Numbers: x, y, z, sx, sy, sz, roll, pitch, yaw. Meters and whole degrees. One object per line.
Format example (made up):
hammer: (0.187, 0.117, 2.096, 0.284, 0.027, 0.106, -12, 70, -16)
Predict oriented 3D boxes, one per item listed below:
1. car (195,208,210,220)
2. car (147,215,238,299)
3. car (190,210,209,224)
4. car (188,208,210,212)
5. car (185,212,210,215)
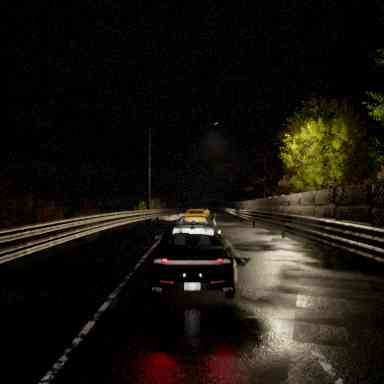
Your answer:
car: (1.492, 2.987, 46.009, 1.882, 1.535, 5.008, 0, -3, 4)
car: (0.013, 1.561, 8.560, 2.128, 1.511, 4.902, 0, -1, 0)
car: (0.899, 2.693, 36.628, 1.895, 1.301, 4.718, 0, -3, 3)
car: (0.389, 2.181, 27.874, 1.882, 1.535, 5.008, 0, -3, 2)
car: (0.102, 1.882, 17.366, 1.895, 1.301, 4.718, 0, -2, 1)
